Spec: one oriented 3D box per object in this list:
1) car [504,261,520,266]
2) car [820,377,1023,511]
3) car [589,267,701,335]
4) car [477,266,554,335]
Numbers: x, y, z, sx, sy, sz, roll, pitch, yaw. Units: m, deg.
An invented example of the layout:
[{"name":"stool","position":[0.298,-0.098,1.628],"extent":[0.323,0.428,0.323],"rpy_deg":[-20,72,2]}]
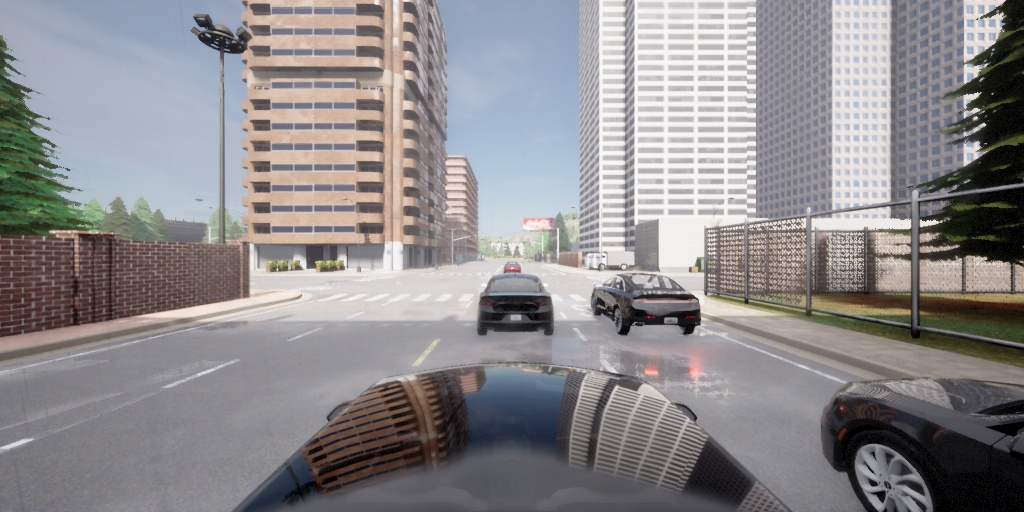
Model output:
[{"name":"car","position":[0.026,1.313,42.527],"extent":[1.994,1.385,4.181],"rpy_deg":[0,0,-1]},{"name":"car","position":[3.607,1.255,1.097],"extent":[1.837,1.490,4.892],"rpy_deg":[0,0,0]},{"name":"car","position":[3.606,1.242,10.489],"extent":[2.128,1.511,4.902],"rpy_deg":[0,0,1]},{"name":"car","position":[0.084,1.228,10.489],"extent":[1.882,1.535,5.008],"rpy_deg":[0,0,0]}]
